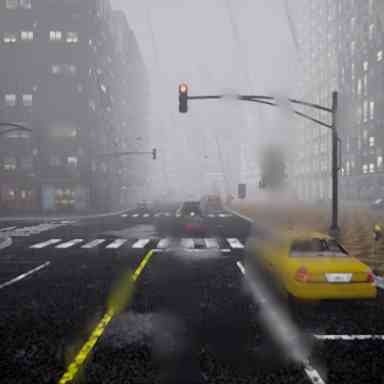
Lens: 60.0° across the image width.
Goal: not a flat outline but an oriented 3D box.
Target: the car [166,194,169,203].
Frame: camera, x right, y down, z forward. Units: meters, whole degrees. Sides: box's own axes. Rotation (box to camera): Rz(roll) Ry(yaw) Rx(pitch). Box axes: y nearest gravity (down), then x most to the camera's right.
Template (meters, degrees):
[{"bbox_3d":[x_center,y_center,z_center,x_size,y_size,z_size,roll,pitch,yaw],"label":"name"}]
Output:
[{"bbox_3d":[-5.849,1.569,62.693,1.887,1.381,4.507,0,0,0],"label":"car"}]

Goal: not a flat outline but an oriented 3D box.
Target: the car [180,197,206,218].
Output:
[{"bbox_3d":[0.021,1.509,29.782,1.837,1.490,4.892,0,0,0],"label":"car"}]

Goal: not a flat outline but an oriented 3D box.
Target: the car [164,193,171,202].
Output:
[{"bbox_3d":[-5.864,1.472,68.220,1.967,1.590,4.097,0,0,0],"label":"car"}]

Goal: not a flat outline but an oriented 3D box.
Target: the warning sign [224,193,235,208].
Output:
[{"bbox_3d":[4.964,1.120,43.871,1.300,1.860,1.060,0,0,0],"label":"warning sign"}]

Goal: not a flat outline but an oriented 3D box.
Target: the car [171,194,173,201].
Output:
[{"bbox_3d":[-5.877,1.622,73.747,1.802,1.307,4.206,0,0,0],"label":"car"}]

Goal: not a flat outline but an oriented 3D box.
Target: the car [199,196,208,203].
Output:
[{"bbox_3d":[2.503,1.585,73.768,1.887,1.381,4.507,0,0,0],"label":"car"}]

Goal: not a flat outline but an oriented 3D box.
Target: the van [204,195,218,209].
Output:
[{"bbox_3d":[2.571,1.347,46.134,1.690,1.788,3.998,0,0,0],"label":"van"}]

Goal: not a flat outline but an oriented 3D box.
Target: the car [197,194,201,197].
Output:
[{"bbox_3d":[2.530,1.340,62.714,2.192,1.841,5.009,0,0,0],"label":"car"}]

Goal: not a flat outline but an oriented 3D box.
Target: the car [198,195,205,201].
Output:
[{"bbox_3d":[2.461,1.593,90.518,1.752,1.417,4.829,0,0,0],"label":"car"}]

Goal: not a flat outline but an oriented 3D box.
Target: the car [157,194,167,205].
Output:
[{"bbox_3d":[-5.835,1.568,57.167,2.008,1.369,4.403,0,0,0],"label":"car"}]

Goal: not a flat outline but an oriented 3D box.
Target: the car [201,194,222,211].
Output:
[{"bbox_3d":[2.585,1.317,40.608,2.192,1.841,5.009,0,0,0],"label":"car"}]

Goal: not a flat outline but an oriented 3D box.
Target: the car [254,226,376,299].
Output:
[{"bbox_3d":[2.667,1.523,8.366,1.752,1.417,4.829,0,0,0],"label":"car"}]

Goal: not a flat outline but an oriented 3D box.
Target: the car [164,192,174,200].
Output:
[{"bbox_3d":[-5.892,1.489,79.274,1.967,1.590,4.097,0,0,0],"label":"car"}]

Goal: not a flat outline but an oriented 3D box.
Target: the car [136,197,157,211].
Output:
[{"bbox_3d":[-5.794,1.553,40.587,2.008,1.369,4.403,0,0,0],"label":"car"}]

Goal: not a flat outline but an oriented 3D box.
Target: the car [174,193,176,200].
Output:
[{"bbox_3d":[-5.918,1.592,90.157,1.752,1.417,4.829,0,0,0],"label":"car"}]

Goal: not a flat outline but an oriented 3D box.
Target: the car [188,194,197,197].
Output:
[{"bbox_3d":[-0.173,1.390,69.764,2.097,1.767,4.553,0,0,0],"label":"car"}]
